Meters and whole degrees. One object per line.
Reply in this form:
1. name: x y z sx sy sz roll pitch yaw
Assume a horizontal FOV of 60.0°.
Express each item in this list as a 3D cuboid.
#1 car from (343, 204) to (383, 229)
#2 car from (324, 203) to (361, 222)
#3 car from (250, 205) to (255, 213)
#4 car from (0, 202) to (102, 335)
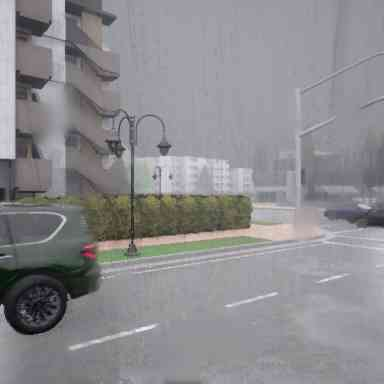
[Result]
1. car: 11.762 1.601 19.489 1.895 1.301 4.718 0 0 -38
2. car: 12.159 1.525 24.698 1.812 1.442 4.674 0 0 -38
3. car: 4.343 1.478 34.869 1.882 1.535 5.008 0 0 -36
4. car: -4.265 1.221 5.208 5.566 2.045 2.150 0 0 -35
